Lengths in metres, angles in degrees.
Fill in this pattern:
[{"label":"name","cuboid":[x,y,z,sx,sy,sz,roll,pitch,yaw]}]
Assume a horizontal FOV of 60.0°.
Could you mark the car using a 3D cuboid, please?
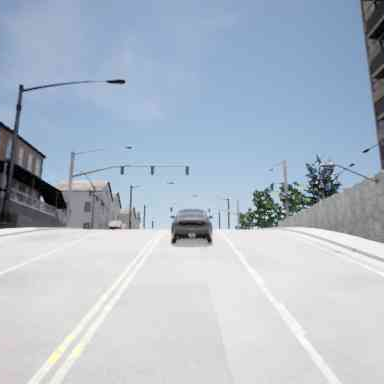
[{"label":"car","cuboid":[-0.013,1.577,16.418,1.837,1.490,4.892,0,0,0]}]
